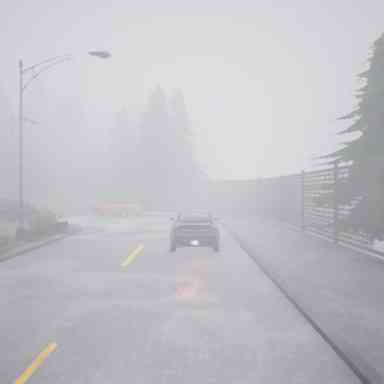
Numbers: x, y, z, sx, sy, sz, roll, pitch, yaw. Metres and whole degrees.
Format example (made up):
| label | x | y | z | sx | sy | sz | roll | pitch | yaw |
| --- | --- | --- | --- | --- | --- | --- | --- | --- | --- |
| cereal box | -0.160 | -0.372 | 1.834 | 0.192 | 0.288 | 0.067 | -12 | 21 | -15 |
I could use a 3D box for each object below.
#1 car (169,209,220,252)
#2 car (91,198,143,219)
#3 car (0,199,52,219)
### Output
| label | x | y | z | sx | sy | sz | roll | pitch | yaw |
| --- | --- | --- | --- | --- | --- | --- | --- | --- | --- |
| car | 0.098 | 1.484 | 13.889 | 1.837 | 1.490 | 4.892 | 0 | 0 | 0 |
| car | -6.600 | 1.310 | 29.028 | 4.553 | 1.767 | 2.097 | 0 | 0 | 29 |
| car | -13.293 | 1.313 | 25.812 | 4.553 | 1.767 | 2.097 | 0 | 0 | 2 |
